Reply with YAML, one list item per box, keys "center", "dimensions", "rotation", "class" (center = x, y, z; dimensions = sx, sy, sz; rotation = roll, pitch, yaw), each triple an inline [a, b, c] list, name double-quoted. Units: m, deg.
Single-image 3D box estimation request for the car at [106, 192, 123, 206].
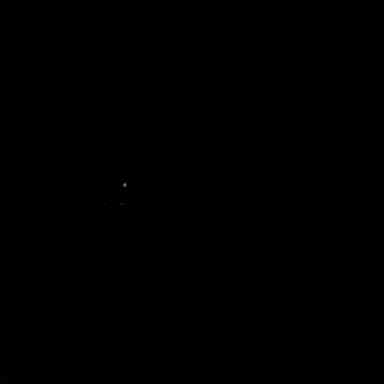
- center: [-11.532, 1.239, 48.916]
  dimensions: [1.837, 1.490, 4.892]
  rotation: [-1, 2, -9]
  class: "car"
